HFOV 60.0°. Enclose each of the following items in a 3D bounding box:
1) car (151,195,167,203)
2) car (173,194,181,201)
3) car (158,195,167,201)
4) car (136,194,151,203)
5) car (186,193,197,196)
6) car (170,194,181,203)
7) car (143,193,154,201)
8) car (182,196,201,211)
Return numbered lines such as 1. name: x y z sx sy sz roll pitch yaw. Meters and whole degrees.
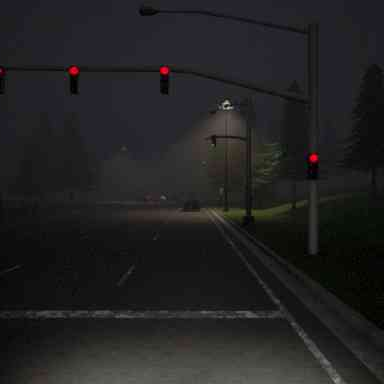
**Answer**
1. car: -7.093 1.587 70.804 1.895 1.301 4.718 0 0 0
2. car: -3.606 1.310 80.782 1.882 1.535 5.008 0 0 0
3. car: -7.106 1.356 80.778 1.812 1.442 4.674 0 0 0
4. car: -10.592 1.531 70.353 2.033 1.411 5.357 0 0 0
5. car: -0.092 1.216 70.397 2.150 2.045 5.566 0 0 0
6. car: -3.593 1.544 70.779 1.994 1.385 4.181 0 0 0
7. car: -10.606 1.187 80.743 2.097 1.767 4.553 0 0 0
8. car: -0.052 1.525 39.754 1.812 1.442 4.674 0 0 0
